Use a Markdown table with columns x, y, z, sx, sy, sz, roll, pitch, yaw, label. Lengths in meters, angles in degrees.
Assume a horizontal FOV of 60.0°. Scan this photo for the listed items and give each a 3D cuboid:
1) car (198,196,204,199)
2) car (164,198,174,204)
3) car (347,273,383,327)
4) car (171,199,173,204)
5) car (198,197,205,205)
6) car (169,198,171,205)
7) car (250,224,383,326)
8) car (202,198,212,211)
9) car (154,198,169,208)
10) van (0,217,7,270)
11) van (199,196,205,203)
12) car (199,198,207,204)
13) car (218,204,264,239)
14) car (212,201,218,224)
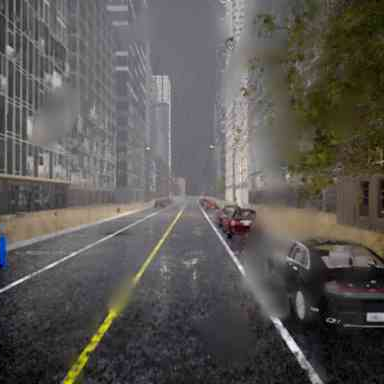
| x | y | z | sx | sy | sz | roll | pitch | yaw | label |
| --- | --- | --- | --- | --- | --- | --- | --- | --- | --- |
| 2.771 | 2.196 | 75.366 | 1.947 | 1.339 | 4.313 | 0 | 0 | 0 | car |
| -5.604 | 2.238 | 81.076 | 1.947 | 1.339 | 4.313 | 0 | 0 | 0 | car |
| 2.692 | 1.565 | 1.368 | 2.008 | 1.369 | 4.403 | 0 | -1 | 0 | car |
| -5.609 | 2.175 | 75.383 | 1.887 | 1.381 | 4.507 | 0 | 0 | 0 | car |
| 2.759 | 2.111 | 63.982 | 1.947 | 1.339 | 4.313 | 0 | 0 | 0 | car |
| -5.622 | 2.126 | 63.999 | 1.802 | 1.307 | 4.206 | 0 | 0 | 0 | car |
| 2.698 | 1.619 | 7.060 | 2.008 | 1.369 | 4.403 | 0 | -1 | 0 | car |
| 2.741 | 1.956 | 46.906 | 1.887 | 1.381 | 4.507 | 0 | 0 | 0 | car |
| -5.628 | 2.045 | 58.306 | 1.887 | 1.381 | 4.507 | 0 | 0 | 0 | car |
| -5.682 | 1.408 | 7.075 | 1.690 | 1.788 | 3.998 | 0 | -1 | 0 | van |
| 2.790 | 2.095 | 92.446 | 1.690 | 1.788 | 3.998 | 0 | 0 | 0 | van |
| 2.783 | 2.279 | 86.750 | 1.947 | 1.339 | 4.313 | 0 | 0 | 0 | car |
| 2.710 | 1.609 | 18.446 | 1.967 | 1.590 | 4.097 | 0 | -1 | 0 | car |
| 2.716 | 1.659 | 24.138 | 1.967 | 1.590 | 4.097 | 0 | 0 | 0 | car |
